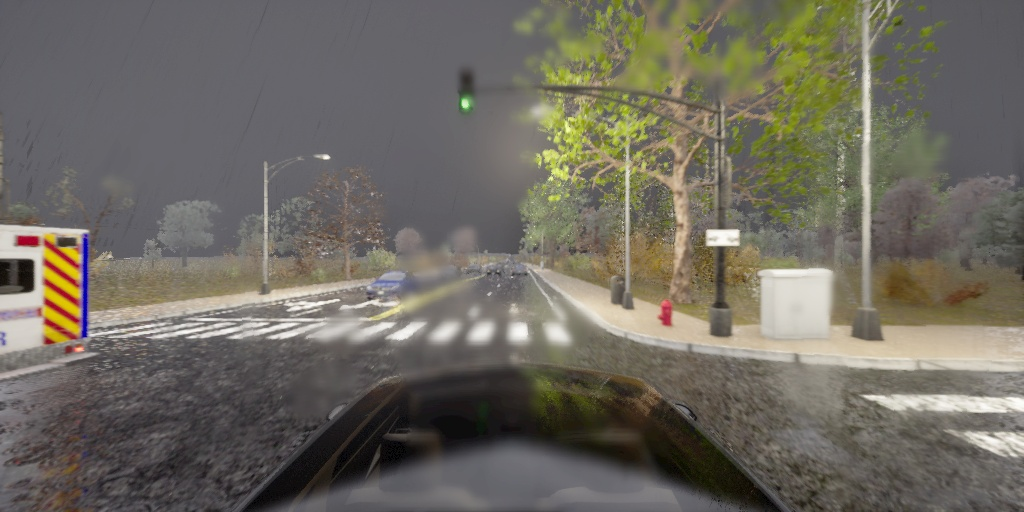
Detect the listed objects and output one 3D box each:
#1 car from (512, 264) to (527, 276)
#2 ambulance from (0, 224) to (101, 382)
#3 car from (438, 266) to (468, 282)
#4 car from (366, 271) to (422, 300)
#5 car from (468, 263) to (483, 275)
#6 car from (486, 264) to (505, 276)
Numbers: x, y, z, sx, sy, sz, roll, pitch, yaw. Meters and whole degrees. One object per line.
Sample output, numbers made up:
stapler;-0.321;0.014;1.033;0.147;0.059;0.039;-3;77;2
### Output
car;0.987;1.908;46.796;1.994;1.385;4.181;0;-1;1
ambulance;-9.743;0.792;4.823;6.366;2.431;2.351;0;0;4
car;-5.879;1.714;35.231;1.837;1.490;4.892;0;-1;2
car;-6.268;1.537;19.590;1.812;1.442;4.674;0;-1;1
car;-5.379;1.837;52.400;1.837;1.490;4.892;0;-1;1
car;-2.261;1.950;46.938;1.895;1.301;4.718;0;-1;1
